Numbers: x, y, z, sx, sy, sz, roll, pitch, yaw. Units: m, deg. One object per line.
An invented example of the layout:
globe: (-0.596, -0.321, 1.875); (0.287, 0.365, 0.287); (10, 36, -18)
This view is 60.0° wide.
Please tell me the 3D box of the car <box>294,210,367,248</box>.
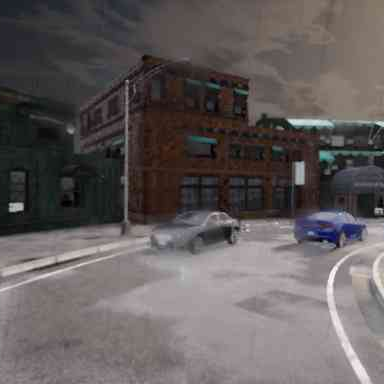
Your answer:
car: (6.648, 1.612, 15.696); (1.882, 1.535, 5.008); (0, -1, 43)

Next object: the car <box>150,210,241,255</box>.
car: (0.316, 1.509, 13.546); (2.128, 1.511, 4.902); (1, 0, 33)
